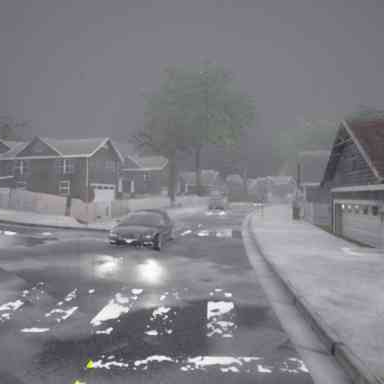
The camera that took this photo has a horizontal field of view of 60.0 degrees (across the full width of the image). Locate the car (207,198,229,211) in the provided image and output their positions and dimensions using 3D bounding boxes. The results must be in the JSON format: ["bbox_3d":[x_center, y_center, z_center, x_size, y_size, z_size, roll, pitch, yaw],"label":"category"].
[{"bbox_3d":[3.148,1.493,39.302,1.837,1.490,4.892,-1,0,17],"label":"car"}]

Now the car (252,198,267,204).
[{"bbox_3d":[13.090,1.619,64.108,1.994,1.385,4.181,0,-1,27],"label":"car"}]

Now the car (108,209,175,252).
[{"bbox_3d":[-1.884,1.504,13.764,1.837,1.490,4.892,2,-1,6],"label":"car"}]
